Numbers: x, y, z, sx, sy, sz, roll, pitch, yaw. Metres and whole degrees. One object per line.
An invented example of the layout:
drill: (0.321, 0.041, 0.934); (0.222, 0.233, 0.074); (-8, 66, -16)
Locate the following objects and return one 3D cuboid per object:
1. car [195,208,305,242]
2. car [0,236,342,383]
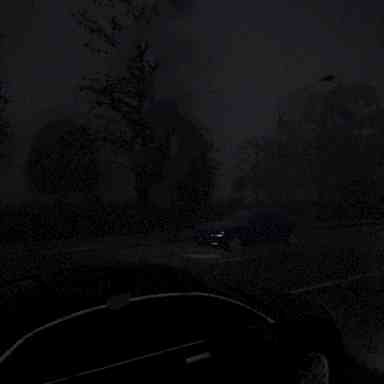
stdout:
car: (2.459, 1.460, 13.747); (5.008, 1.535, 1.882); (0, 0, -31)
car: (-0.489, 1.499, 3.263); (4.892, 1.490, 1.837); (0, 0, -35)
